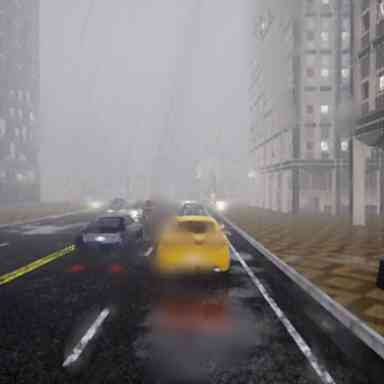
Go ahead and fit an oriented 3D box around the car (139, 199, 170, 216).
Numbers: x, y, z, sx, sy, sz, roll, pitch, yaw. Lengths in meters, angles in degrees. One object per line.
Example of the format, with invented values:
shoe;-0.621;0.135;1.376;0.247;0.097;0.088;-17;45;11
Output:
car;-3.153;1.391;29.803;2.097;1.767;4.553;0;0;0

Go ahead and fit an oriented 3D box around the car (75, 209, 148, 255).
car;-3.164;1.583;13.472;1.994;1.385;4.181;0;0;0

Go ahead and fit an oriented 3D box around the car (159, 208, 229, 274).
car;0.072;1.493;10.688;1.882;1.535;5.008;0;0;0

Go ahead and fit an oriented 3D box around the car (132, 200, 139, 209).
car;-6.575;1.651;43.737;1.895;1.301;4.718;0;0;0

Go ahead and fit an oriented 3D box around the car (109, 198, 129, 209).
car;-9.819;1.557;44.900;1.837;1.490;4.892;0;-1;0

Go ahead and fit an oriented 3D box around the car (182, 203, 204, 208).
car;0.095;1.638;28.565;1.895;1.301;4.718;0;0;0
